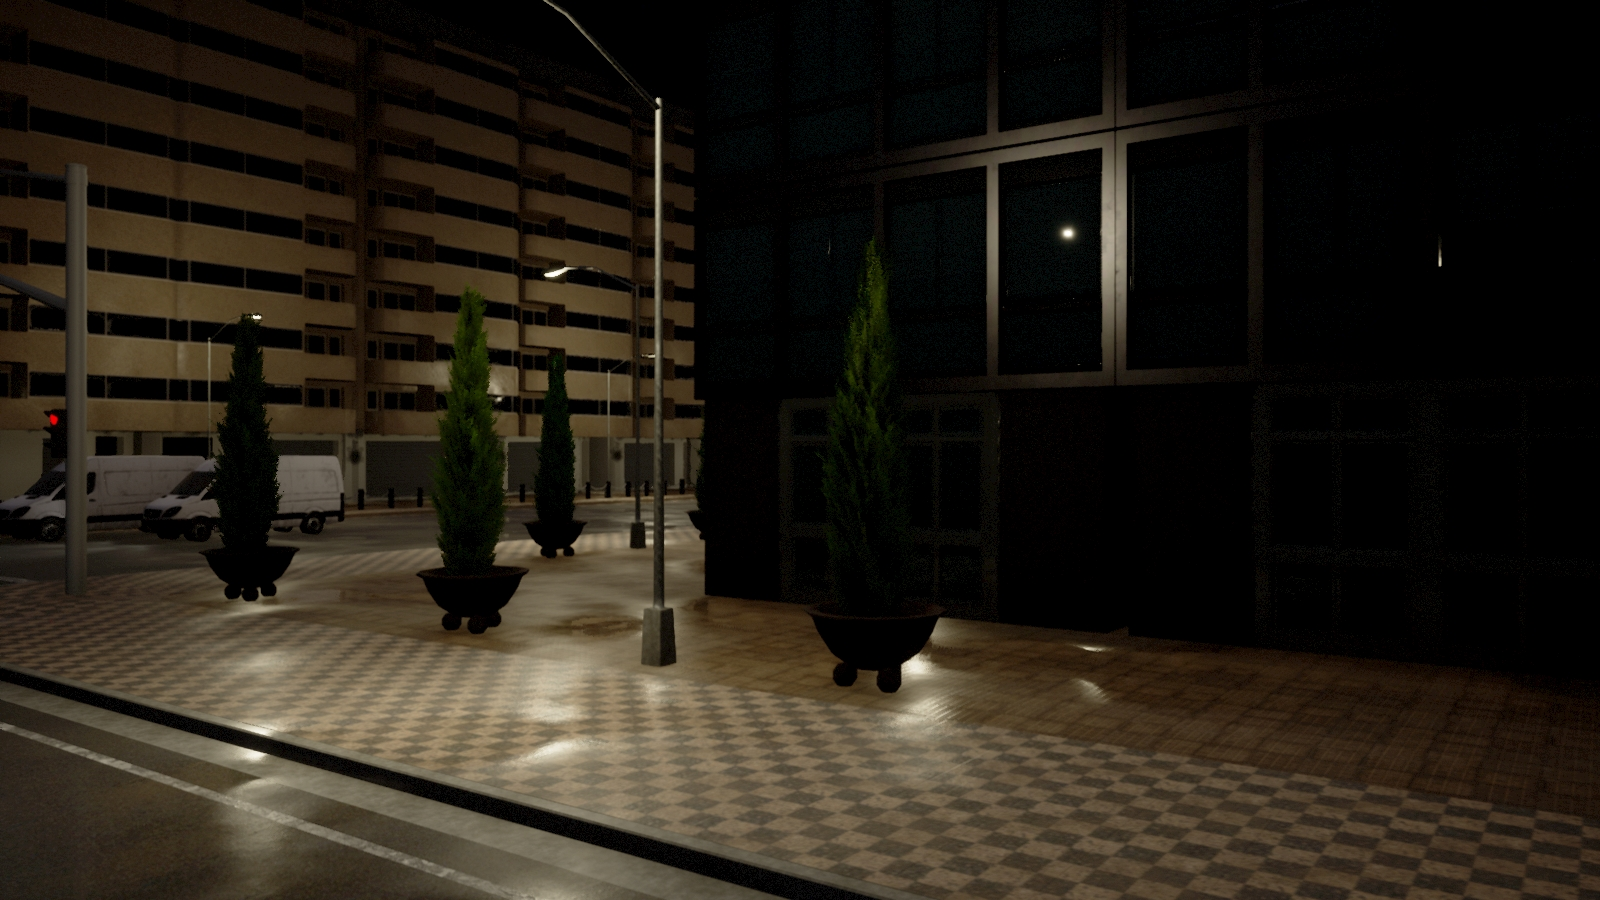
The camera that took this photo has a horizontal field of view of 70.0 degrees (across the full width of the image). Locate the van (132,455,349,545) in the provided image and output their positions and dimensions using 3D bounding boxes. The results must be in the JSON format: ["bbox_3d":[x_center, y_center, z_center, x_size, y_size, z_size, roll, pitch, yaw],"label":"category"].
[{"bbox_3d":[-17.465,1.458,36.016,1.988,2.561,5.915,0,0,35],"label":"van"}]

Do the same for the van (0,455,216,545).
[{"bbox_3d":[-21.816,1.456,35.882,1.988,2.561,5.915,0,0,35],"label":"van"}]
